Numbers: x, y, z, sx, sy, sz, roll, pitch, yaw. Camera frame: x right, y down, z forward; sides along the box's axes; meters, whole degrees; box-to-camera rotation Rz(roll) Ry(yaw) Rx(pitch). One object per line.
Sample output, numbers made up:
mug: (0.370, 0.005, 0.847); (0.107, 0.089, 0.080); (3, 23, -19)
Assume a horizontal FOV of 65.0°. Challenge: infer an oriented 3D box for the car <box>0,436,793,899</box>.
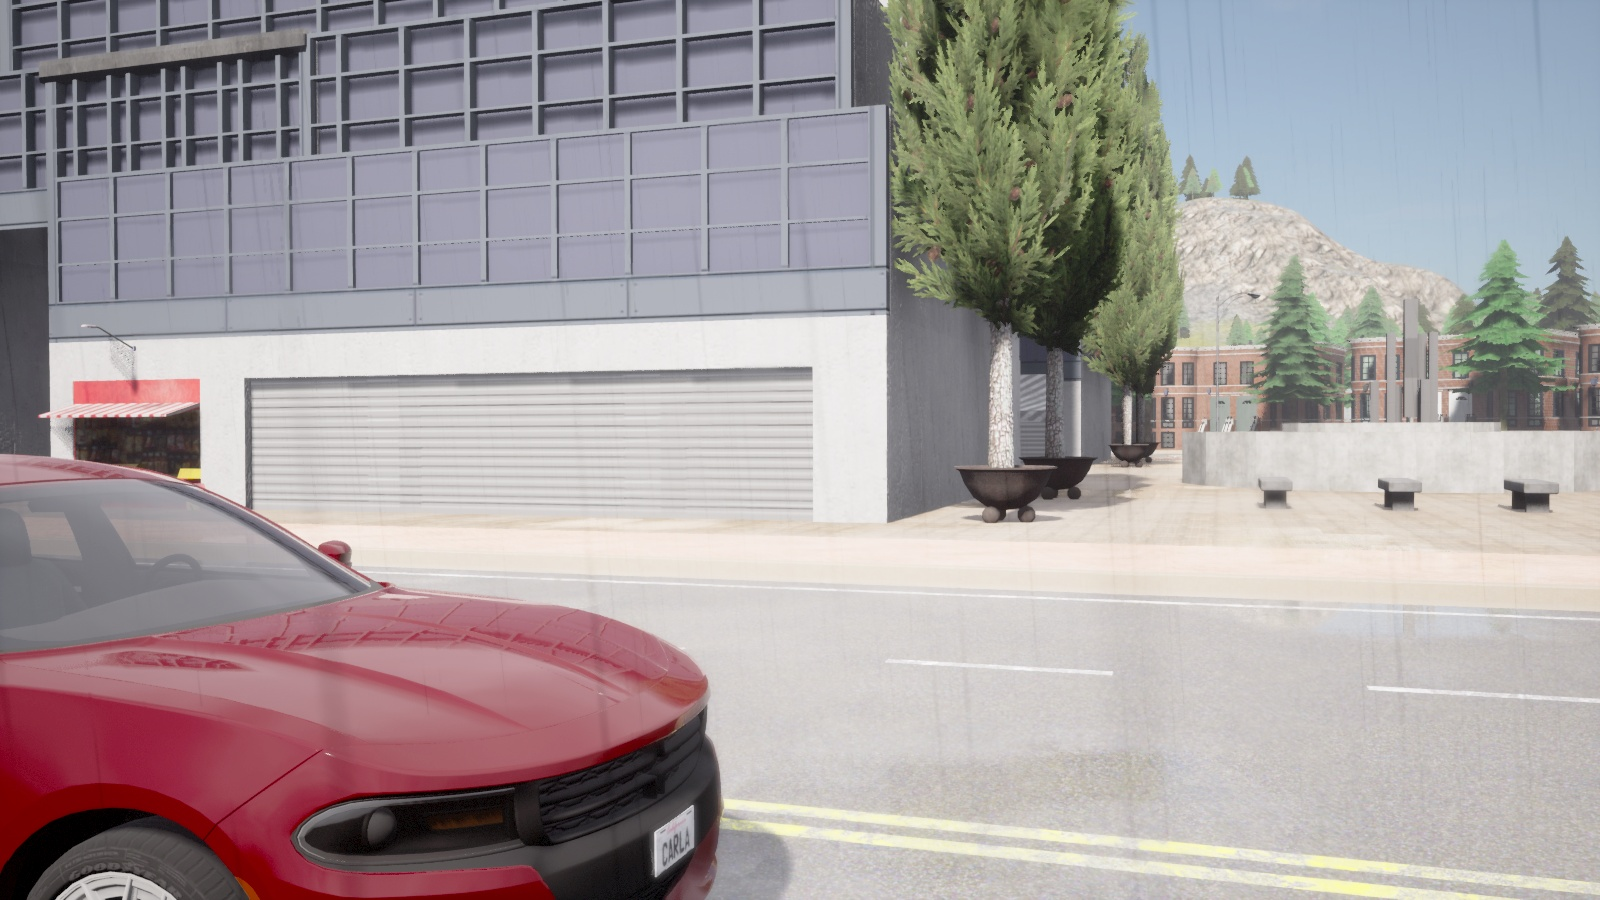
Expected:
car: (-2.701, 0.729, 4.093); (5.008, 1.535, 1.882); (1, 1, 19)
